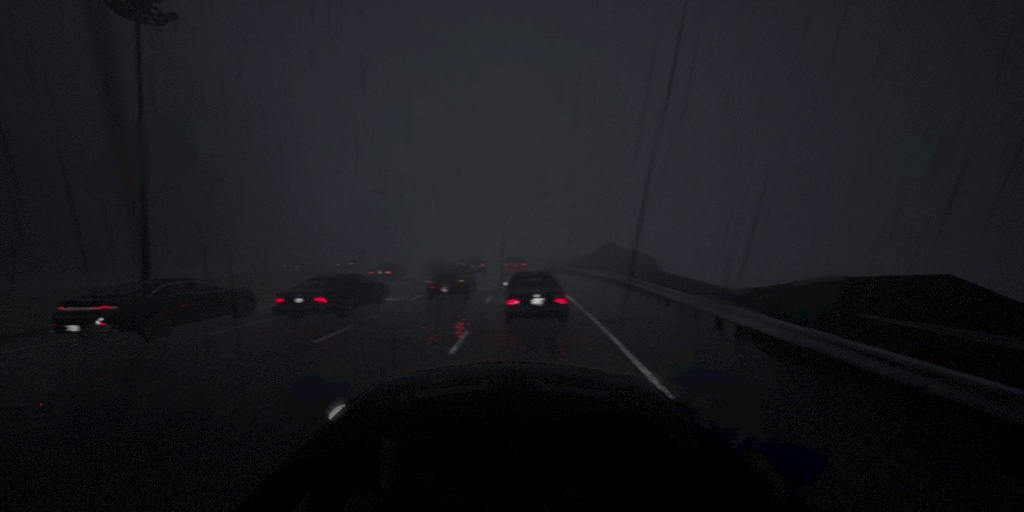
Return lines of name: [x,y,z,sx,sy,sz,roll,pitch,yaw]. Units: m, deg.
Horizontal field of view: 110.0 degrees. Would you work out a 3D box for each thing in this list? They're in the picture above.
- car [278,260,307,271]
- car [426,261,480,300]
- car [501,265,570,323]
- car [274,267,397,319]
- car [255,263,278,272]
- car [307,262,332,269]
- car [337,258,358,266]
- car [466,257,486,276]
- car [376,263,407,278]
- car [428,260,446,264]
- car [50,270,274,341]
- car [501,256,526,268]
car: [-30.770,1.427,50.992,2.097,1.767,4.553,-2,1,-12]
car: [-2.788,1.193,17.182,1.812,1.442,4.674,-1,1,0]
car: [0.696,1.183,11.611,2.033,1.411,5.357,-1,1,1]
car: [-6.262,1.341,13.142,2.033,1.411,5.357,-1,1,1]
car: [-34.185,1.729,50.254,1.994,1.385,4.181,-2,1,-12]
car: [-27.318,1.514,51.587,1.994,1.385,4.181,-2,1,-12]
car: [-23.911,1.200,52.363,2.097,1.767,4.553,-2,1,-12]
car: [-3.485,0.879,33.232,2.097,1.767,4.553,-1,1,-5]
car: [-10.159,1.277,29.573,2.033,1.411,5.357,-1,1,-4]
car: [-7.084,1.082,34.499,1.882,1.535,5.008,-1,1,-5]
car: [-9.870,1.401,10.566,2.128,1.511,4.902,-1,1,2]
car: [0.104,0.799,32.281,2.097,1.767,4.553,-1,1,-4]
